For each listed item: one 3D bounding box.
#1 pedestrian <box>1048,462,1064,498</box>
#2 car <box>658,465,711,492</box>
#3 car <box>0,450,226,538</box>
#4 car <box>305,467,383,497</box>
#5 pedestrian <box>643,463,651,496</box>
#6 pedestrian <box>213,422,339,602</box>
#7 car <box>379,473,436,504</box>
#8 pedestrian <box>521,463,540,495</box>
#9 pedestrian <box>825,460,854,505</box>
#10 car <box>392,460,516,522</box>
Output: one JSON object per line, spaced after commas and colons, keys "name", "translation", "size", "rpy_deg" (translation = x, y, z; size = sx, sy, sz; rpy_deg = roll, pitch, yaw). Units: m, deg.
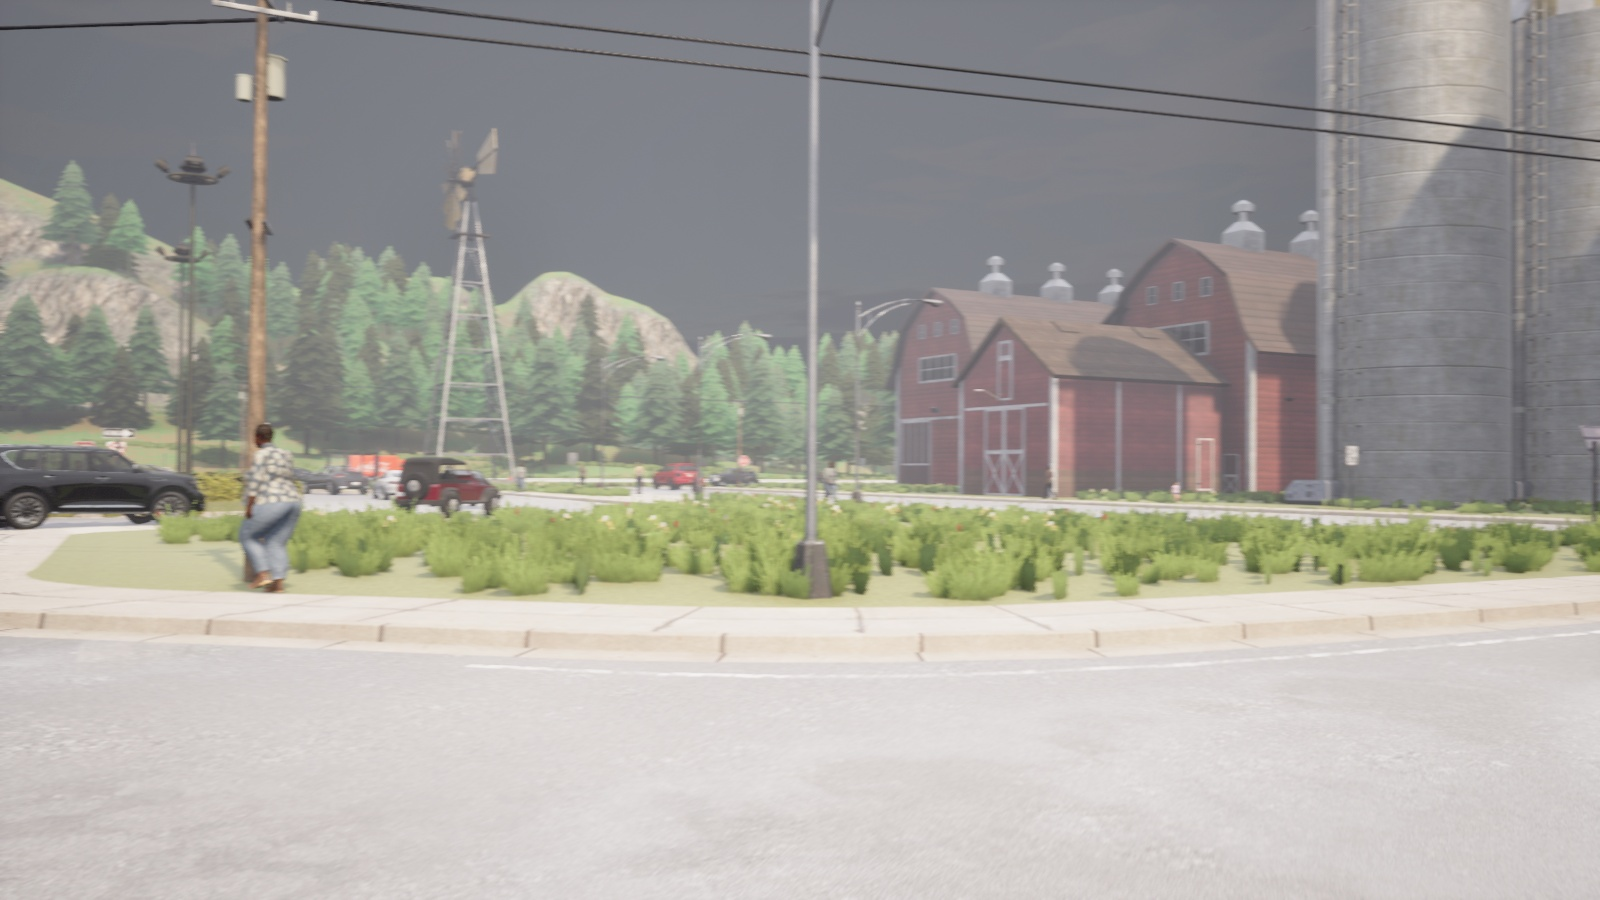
{"name": "pedestrian", "translation": [12.969, 1.523, 63.610], "size": [0.328, 1.805, 0.869], "rpy_deg": [0, -1, -28]}
{"name": "car", "translation": [-8.996, 2.151, 97.106], "size": [2.150, 2.045, 5.566], "rpy_deg": [0, -1, -27]}
{"name": "car", "translation": [-17.759, 1.063, 31.664], "size": [2.150, 2.045, 5.566], "rpy_deg": [-1, -1, 43]}
{"name": "car", "translation": [-25.889, 1.783, 71.210], "size": [5.027, 1.651, 2.152], "rpy_deg": [-1, -1, 44]}
{"name": "pedestrian", "translation": [-8.610, 1.646, 70.643], "size": [0.345, 1.836, 0.594], "rpy_deg": [0, -1, -19]}
{"name": "pedestrian", "translation": [-5.646, 0.650, 13.564], "size": [0.900, 1.855, 0.874], "rpy_deg": [0, -1, 20]}
{"name": "car", "translation": [-19.184, 1.863, 61.247], "size": [1.812, 1.442, 4.674], "rpy_deg": [0, -1, -28]}
{"name": "pedestrian", "translation": [-15.559, 1.672, 72.467], "size": [0.874, 1.855, 0.900], "rpy_deg": [1, -1, -30]}
{"name": "pedestrian", "translation": [1.629, 1.331, 51.875], "size": [0.874, 1.855, 0.900], "rpy_deg": [1, -1, -29]}
{"name": "car", "translation": [-10.865, 1.272, 39.709], "size": [1.905, 1.878, 3.866], "rpy_deg": [0, -1, 19]}
